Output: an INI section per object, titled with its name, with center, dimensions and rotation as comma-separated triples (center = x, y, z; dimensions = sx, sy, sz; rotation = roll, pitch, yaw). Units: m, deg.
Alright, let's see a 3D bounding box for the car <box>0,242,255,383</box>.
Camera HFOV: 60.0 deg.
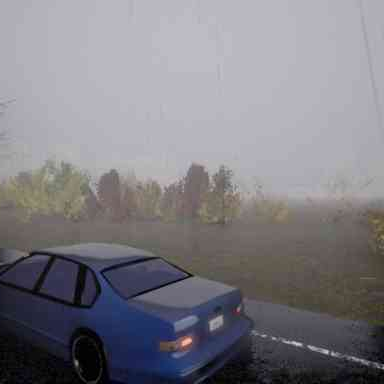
[car]
center = -1.753, 1.548, 5.273
dimensions = 5.357, 1.411, 2.033
rotation = 0, 0, 36
